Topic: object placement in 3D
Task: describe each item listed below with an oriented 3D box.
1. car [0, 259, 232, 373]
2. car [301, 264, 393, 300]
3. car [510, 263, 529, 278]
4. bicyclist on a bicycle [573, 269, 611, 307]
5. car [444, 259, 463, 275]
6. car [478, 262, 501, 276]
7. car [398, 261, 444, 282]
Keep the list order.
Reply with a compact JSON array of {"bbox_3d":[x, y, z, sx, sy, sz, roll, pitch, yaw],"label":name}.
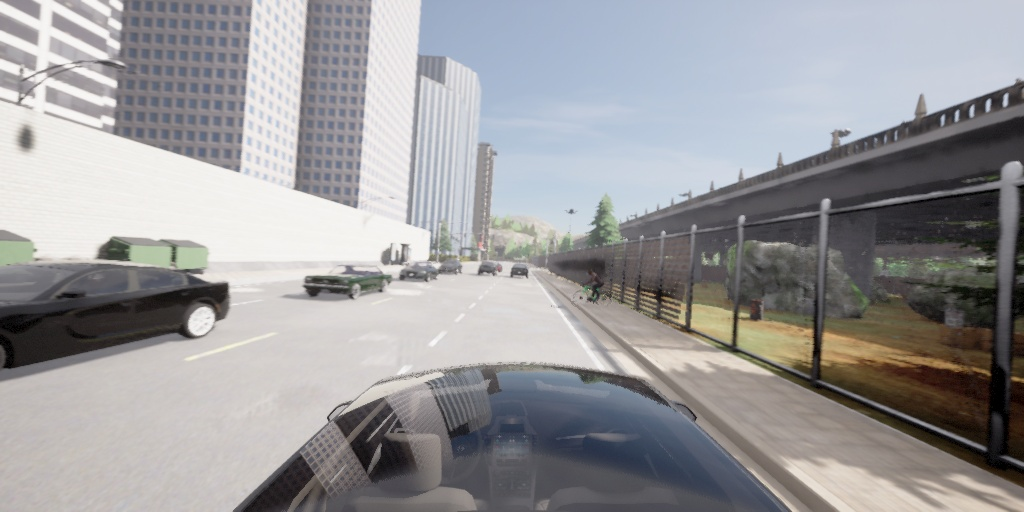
[{"bbox_3d":[-7.105,0.803,5.734,1.882,1.535,5.008,4,0,1],"label":"car"},{"bbox_3d":[-6.875,1.015,15.512,1.895,1.301,4.718,4,0,1],"label":"car"},{"bbox_3d":[0.848,1.571,39.445,1.882,1.535,5.008,4,0,2],"label":"car"},{"bbox_3d":[3.475,1.382,15.450,1.656,1.620,0.582,4,0,1],"label":"bicyclist on a bicycle"},{"bbox_3d":[-6.305,1.120,37.334,1.837,1.490,4.892,4,0,2],"label":"car"},{"bbox_3d":[-2.645,1.374,39.559,1.837,1.490,4.892,4,0,2],"label":"car"},{"bbox_3d":[-6.614,1.073,25.820,1.994,1.385,4.181,4,0,2],"label":"car"}]
